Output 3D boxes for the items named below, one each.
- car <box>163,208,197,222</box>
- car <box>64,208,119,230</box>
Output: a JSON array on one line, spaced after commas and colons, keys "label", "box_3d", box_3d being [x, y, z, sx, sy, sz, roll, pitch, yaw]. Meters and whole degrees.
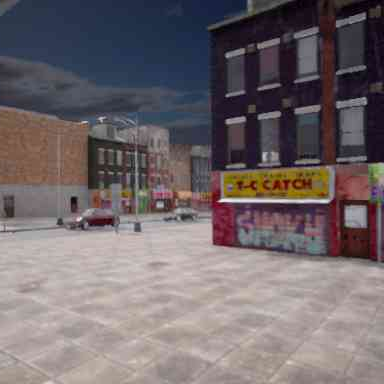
[{"label": "car", "box_3d": [-1.168, 2.306, 33.987, 2.008, 1.369, 4.403, -2, -3, 36]}, {"label": "car", "box_3d": [-7.543, 1.959, 25.159, 1.967, 1.590, 4.097, -2, -2, 36]}]
